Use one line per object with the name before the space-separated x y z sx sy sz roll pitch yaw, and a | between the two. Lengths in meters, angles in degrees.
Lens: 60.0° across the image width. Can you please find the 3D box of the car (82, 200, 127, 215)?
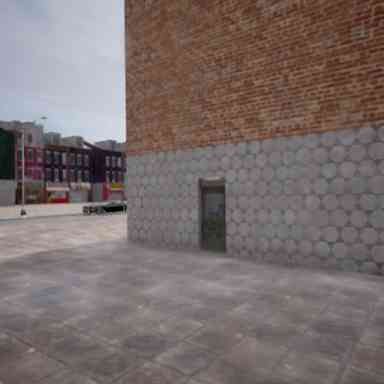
car | -7.690 1.396 30.558 1.895 1.301 4.718 -2 0 36
